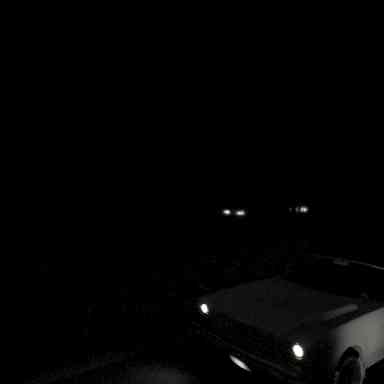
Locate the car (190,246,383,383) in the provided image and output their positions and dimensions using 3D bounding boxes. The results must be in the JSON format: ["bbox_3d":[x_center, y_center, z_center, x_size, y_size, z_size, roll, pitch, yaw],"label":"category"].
[{"bbox_3d":[2.314,1.602,5.027,4.718,1.301,1.895,0,0,-36],"label":"car"}]
